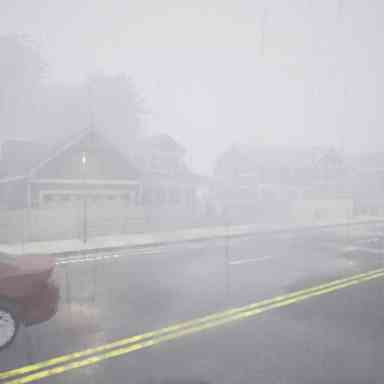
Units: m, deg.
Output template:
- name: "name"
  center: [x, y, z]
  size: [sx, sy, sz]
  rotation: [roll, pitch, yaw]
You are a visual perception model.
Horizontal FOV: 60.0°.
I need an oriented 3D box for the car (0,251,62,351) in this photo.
- name: "car"
  center: [-4.458, 1.478, 4.500]
  size: [5.008, 1.535, 1.882]
  rotation: [0, 0, -35]
